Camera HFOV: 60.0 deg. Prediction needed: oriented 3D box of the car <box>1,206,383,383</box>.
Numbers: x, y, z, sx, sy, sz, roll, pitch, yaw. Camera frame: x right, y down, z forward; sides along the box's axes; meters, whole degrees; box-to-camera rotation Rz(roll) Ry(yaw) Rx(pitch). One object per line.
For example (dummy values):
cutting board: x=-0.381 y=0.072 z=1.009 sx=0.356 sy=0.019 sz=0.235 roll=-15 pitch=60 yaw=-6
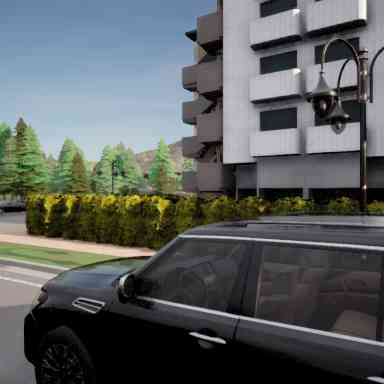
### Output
car: x=0.773 y=1.221 z=3.121 sx=5.566 sy=2.045 sz=2.150 roll=0 pitch=0 yaw=34

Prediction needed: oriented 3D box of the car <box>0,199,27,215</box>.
car: x=-18.133 y=1.491 z=33.490 sx=2.128 sy=1.511 sz=4.902 roll=0 pitch=0 yaw=33
